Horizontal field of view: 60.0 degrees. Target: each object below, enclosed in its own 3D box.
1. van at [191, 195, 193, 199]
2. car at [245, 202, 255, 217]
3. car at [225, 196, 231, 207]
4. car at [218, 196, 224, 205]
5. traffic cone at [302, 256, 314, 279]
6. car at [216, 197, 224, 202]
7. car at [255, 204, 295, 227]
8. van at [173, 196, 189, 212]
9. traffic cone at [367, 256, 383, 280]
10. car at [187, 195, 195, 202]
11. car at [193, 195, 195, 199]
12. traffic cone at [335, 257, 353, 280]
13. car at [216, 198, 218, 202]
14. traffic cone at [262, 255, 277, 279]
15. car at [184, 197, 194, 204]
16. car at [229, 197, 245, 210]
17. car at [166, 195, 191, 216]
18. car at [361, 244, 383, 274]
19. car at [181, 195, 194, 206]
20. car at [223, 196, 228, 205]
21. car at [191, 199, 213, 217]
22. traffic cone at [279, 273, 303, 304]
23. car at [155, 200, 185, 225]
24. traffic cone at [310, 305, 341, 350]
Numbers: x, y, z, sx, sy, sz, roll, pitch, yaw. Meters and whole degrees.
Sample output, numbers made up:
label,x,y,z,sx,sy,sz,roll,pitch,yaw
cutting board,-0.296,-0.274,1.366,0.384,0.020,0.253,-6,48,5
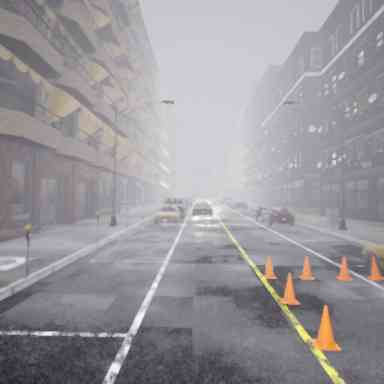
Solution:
label,x,y,z,sx,sy,sz,roll,pitch,yaw
van,-1.206,1.476,46.698,1.690,1.788,3.998,2,0,1
car,6.300,1.720,29.876,2.008,1.369,4.403,2,0,1
car,6.784,1.811,51.992,1.887,1.381,4.507,2,0,1
car,7.120,1.670,68.583,2.192,1.841,5.009,2,0,1
traffic cone,3.085,2.017,8.950,0.340,0.580,0.340,1,0,1
car,7.592,2.079,90.702,1.802,1.307,4.206,2,0,1
car,6.180,1.694,24.345,1.887,1.381,4.507,2,0,1
van,-1.326,1.450,41.168,1.690,1.788,3.998,2,0,1
traffic cone,4.903,2.024,8.918,0.340,0.580,0.340,-6,0,2
car,-0.241,1.708,90.930,2.192,1.841,5.009,2,0,1
car,-0.963,1.506,57.756,2.192,1.841,5.009,2,0,1
traffic cone,4.084,2.031,8.929,0.340,0.580,0.340,1,0,1
car,7.356,1.862,79.643,1.967,1.590,4.097,2,0,1
traffic cone,2.085,2.004,8.972,0.340,0.580,0.340,1,0,1
car,-0.611,1.849,74.344,1.947,1.339,4.313,2,0,1
car,6.663,1.784,46.464,1.887,1.381,4.507,2,0,1
car,-1.566,1.380,30.112,2.192,1.841,5.009,2,0,1
car,5.822,1.622,7.929,1.752,1.417,4.829,2,0,1
car,-0.843,1.535,63.285,2.192,1.841,5.009,2,0,1
car,6.916,1.735,57.523,1.967,1.590,4.097,2,0,1
car,1.026,1.672,32.587,1.994,1.385,4.181,1,0,1
traffic cone,2.042,1.999,6.973,0.340,0.580,0.340,1,0,1
car,-1.699,1.570,24.411,1.752,1.417,4.829,2,0,1
traffic cone,1.998,1.994,4.973,0.340,0.580,0.340,1,0,1
